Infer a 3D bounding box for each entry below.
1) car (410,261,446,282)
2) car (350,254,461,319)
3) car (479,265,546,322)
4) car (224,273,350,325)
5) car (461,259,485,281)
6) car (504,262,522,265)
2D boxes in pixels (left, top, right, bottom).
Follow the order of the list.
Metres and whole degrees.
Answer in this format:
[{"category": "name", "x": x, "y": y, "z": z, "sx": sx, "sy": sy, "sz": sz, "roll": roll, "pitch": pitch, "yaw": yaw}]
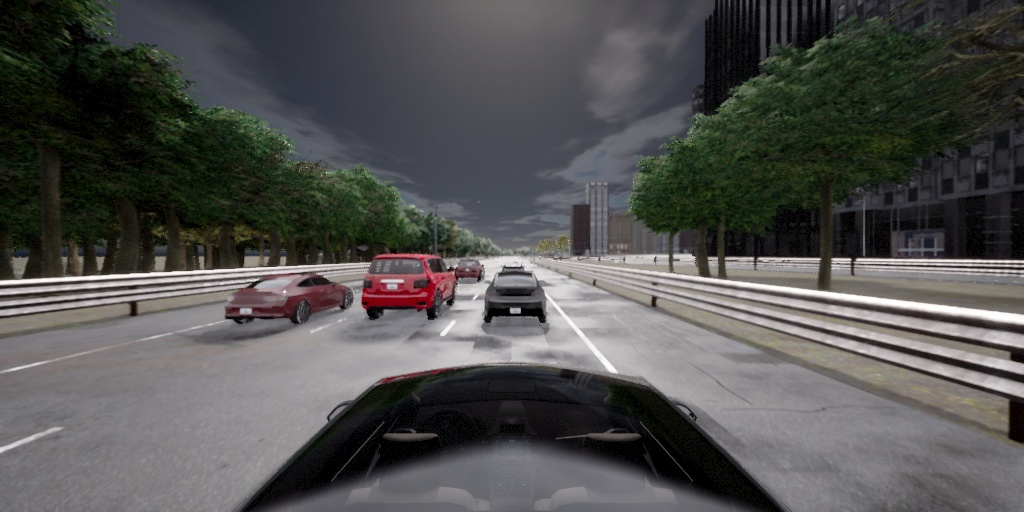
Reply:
[{"category": "car", "x": -6.906, "y": 1.214, "z": 29.906, "sx": 1.837, "sy": 1.490, "sz": 4.892, "roll": 0, "pitch": 0, "yaw": 0}, {"category": "car", "x": -3.404, "y": 0.956, "z": 12.863, "sx": 2.150, "sy": 2.045, "sz": 5.566, "roll": 0, "pitch": 0, "yaw": 0}, {"category": "car", "x": 0.098, "y": 1.240, "z": 12.221, "sx": 1.837, "sy": 1.490, "sz": 4.892, "roll": 0, "pitch": 0, "yaw": 0}, {"category": "car", "x": -6.903, "y": 1.261, "z": 11.601, "sx": 1.812, "sy": 1.442, "sz": 4.674, "roll": 0, "pitch": 0, "yaw": 0}, {"category": "car", "x": -3.406, "y": 1.062, "z": 29.551, "sx": 2.097, "sy": 1.767, "sz": 4.553, "roll": 0, "pitch": 0, "yaw": 0}, {"category": "car", "x": 0.095, "y": 1.202, "z": 29.773, "sx": 2.128, "sy": 1.511, "sz": 4.902, "roll": 0, "pitch": 0, "yaw": 0}]
